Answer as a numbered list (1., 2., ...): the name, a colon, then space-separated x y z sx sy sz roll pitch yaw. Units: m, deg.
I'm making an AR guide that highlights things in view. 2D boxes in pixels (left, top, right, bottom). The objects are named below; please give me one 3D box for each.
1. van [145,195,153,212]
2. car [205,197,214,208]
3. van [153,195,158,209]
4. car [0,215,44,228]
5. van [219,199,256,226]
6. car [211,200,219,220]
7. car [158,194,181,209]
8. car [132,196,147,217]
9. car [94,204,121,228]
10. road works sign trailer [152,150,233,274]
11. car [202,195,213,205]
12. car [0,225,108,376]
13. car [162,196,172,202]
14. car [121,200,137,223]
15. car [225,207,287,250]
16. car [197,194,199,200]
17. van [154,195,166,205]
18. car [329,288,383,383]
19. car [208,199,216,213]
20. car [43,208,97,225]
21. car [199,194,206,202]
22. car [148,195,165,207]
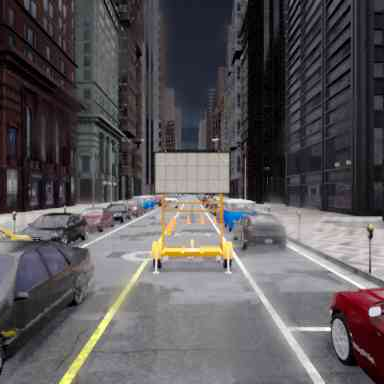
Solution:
1. van: -5.729 1.358 36.716 1.690 1.788 3.998 0 0 0
2. car: 2.796 1.568 36.723 2.008 1.369 4.403 0 0 0
3. van: -5.724 1.364 42.352 1.690 1.788 3.998 0 0 0
4. car: -5.756 1.526 8.363 1.752 1.417 4.829 0 0 0
5. van: 2.780 1.346 19.814 1.690 1.788 3.998 0 0 0
6. car: 2.785 1.559 25.451 2.008 1.369 4.403 0 0 0
7. car: -3.053 1.251 45.985 2.150 2.045 5.566 0 0 0
8. car: -5.734 1.452 31.080 1.967 1.590 4.097 0 0 0
9. car: -5.745 1.587 19.806 1.802 1.307 4.206 0 0 0
10. road works sign trailer: 0.010 0.466 10.566 2.380 3.560 2.880 0 0 0
11. car: 2.807 1.574 47.995 1.887 1.381 4.507 0 0 0
12. car: -3.096 1.548 5.264 2.033 1.411 5.357 0 0 0
13. car: -5.691 1.613 76.172 1.887 1.381 4.507 0 0 0
14. car: -5.740 1.574 25.443 1.947 1.339 4.313 0 0 0
15. car: 2.775 1.553 14.178 2.008 1.369 4.403 0 0 0
16. car: 2.840 1.604 81.983 1.752 1.417 4.829 0 0 0
17. van: -5.708 1.384 59.261 1.690 1.788 3.998 0 0 0
18. car: 2.764 1.545 2.906 1.887 1.381 4.507 0 0 0
19. car: 2.791 1.594 31.087 1.802 1.307 4.206 0 0 0
20. car: -5.750 1.568 14.169 1.947 1.339 4.313 0 0 0
21. car: 2.817 1.358 59.268 2.192 1.841 5.009 0 0 0
22. car: -5.713 1.350 53.625 2.192 1.841 5.009 0 0 0
